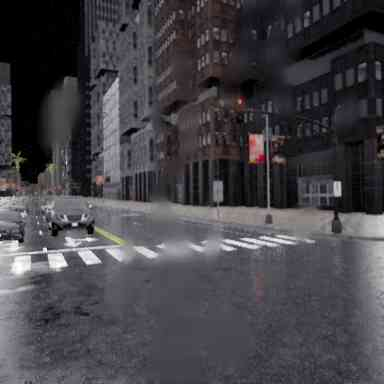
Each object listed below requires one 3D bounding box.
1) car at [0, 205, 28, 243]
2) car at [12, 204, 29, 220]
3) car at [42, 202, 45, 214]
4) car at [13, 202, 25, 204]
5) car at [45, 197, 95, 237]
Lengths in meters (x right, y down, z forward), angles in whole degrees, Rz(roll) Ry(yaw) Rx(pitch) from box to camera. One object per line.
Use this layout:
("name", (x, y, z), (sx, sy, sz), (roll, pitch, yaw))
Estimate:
("car", (-9.314, 1.643, 16.448), (1.837, 1.490, 4.892), (-1, 0, -26))
("car", (-13.350, 1.798, 24.775), (1.895, 1.301, 4.718), (-1, 0, -26))
("car", (-11.487, 1.711, 28.394), (1.812, 1.442, 4.674), (-1, 0, -26))
("car", (-19.133, 1.839, 36.745), (1.994, 1.385, 4.181), (-1, 0, -26))
("car", (-7.235, 1.345, 19.615), (2.150, 2.045, 5.566), (-1, 0, -26))
